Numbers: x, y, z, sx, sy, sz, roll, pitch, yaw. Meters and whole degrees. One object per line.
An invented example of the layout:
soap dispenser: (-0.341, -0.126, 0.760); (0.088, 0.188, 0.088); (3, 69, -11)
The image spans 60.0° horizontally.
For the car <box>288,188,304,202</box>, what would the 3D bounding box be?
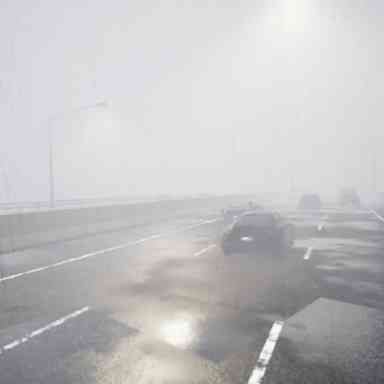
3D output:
car: (16.042, 0.377, 50.615); (2.150, 2.045, 5.566); (-1, 0, 25)

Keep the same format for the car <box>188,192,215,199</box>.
car: (1.706, 0.846, 45.027); (2.097, 1.767, 4.553); (-1, 1, 25)

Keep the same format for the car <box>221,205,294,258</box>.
car: (2.509, 1.380, 12.099); (1.994, 1.385, 4.181); (-1, 1, 24)

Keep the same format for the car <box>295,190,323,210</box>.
car: (11.699, 0.895, 32.740); (1.882, 1.535, 5.008); (-1, 1, 24)

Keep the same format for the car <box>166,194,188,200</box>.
car: (-1.349, 1.102, 46.750); (1.994, 1.385, 4.181); (-1, 1, 25)

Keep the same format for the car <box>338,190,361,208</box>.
car: (16.309, 0.813, 34.452); (1.837, 1.490, 4.892); (-1, 1, 25)

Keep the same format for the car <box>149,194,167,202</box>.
car: (-4.459, 1.089, 48.363); (1.837, 1.490, 4.892); (-1, 1, 25)

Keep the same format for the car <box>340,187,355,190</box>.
car: (20.470, 0.357, 43.770); (2.150, 2.045, 5.566); (-1, 1, 25)

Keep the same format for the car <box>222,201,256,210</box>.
car: (3.681, 1.274, 23.449); (1.895, 1.301, 4.718); (-1, 1, 24)
